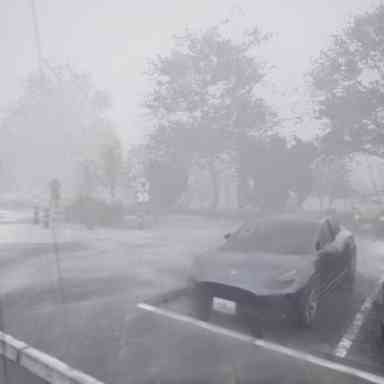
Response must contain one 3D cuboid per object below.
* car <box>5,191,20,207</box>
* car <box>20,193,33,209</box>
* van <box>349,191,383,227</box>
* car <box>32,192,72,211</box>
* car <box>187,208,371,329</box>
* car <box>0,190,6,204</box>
[{"bbox_3d":[-16.983,0.905,36.085,2.163,1.488,4.792,2,1,36],"label":"car"},{"bbox_3d":[-14.803,0.836,34.578,2.185,1.767,4.553,2,1,36],"label":"car"},{"bbox_3d":[9.436,0.925,17.119,1.878,1.987,4.442,2,2,36],"label":"van"},{"bbox_3d":[-12.586,1.052,32.924,2.097,1.535,5.008,2,1,36],"label":"car"},{"bbox_3d":[1.864,1.185,6.573,2.163,1.488,4.792,2,1,36],"label":"car"},{"bbox_3d":[-19.208,0.826,37.733,2.002,1.452,4.674,2,1,36],"label":"car"}]
